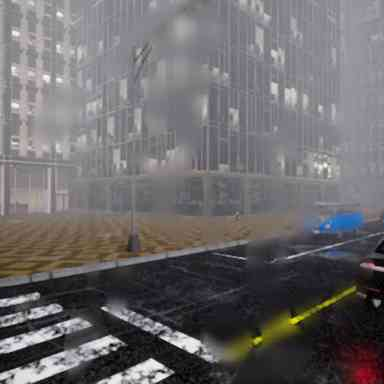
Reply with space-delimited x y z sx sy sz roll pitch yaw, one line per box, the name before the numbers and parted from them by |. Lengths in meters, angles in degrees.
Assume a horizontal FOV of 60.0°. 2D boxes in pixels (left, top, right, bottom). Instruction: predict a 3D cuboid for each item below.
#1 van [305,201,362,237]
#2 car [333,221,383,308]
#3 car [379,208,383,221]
van | 7.432 1.381 17.324 3.998 1.788 1.690 0 0 -44
car | 5.073 1.497 6.936 4.902 1.511 2.128 0 0 -44
car | 15.669 1.587 25.173 4.507 1.381 1.887 0 0 -44
